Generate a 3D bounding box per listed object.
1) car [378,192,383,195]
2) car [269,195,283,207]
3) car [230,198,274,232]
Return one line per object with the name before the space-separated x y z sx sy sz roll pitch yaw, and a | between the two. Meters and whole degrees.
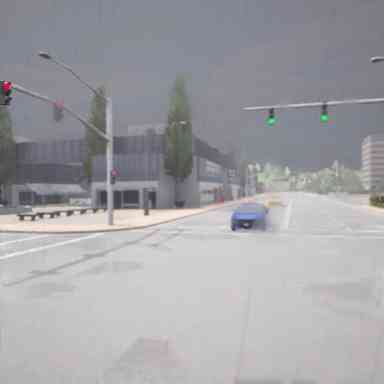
car | 40.170 0.485 66.667 3.866 1.878 1.905 0 0 15
car | 11.112 1.178 44.366 1.882 1.535 5.008 0 0 17
car | 3.499 1.372 19.414 1.882 1.535 5.008 0 0 17
